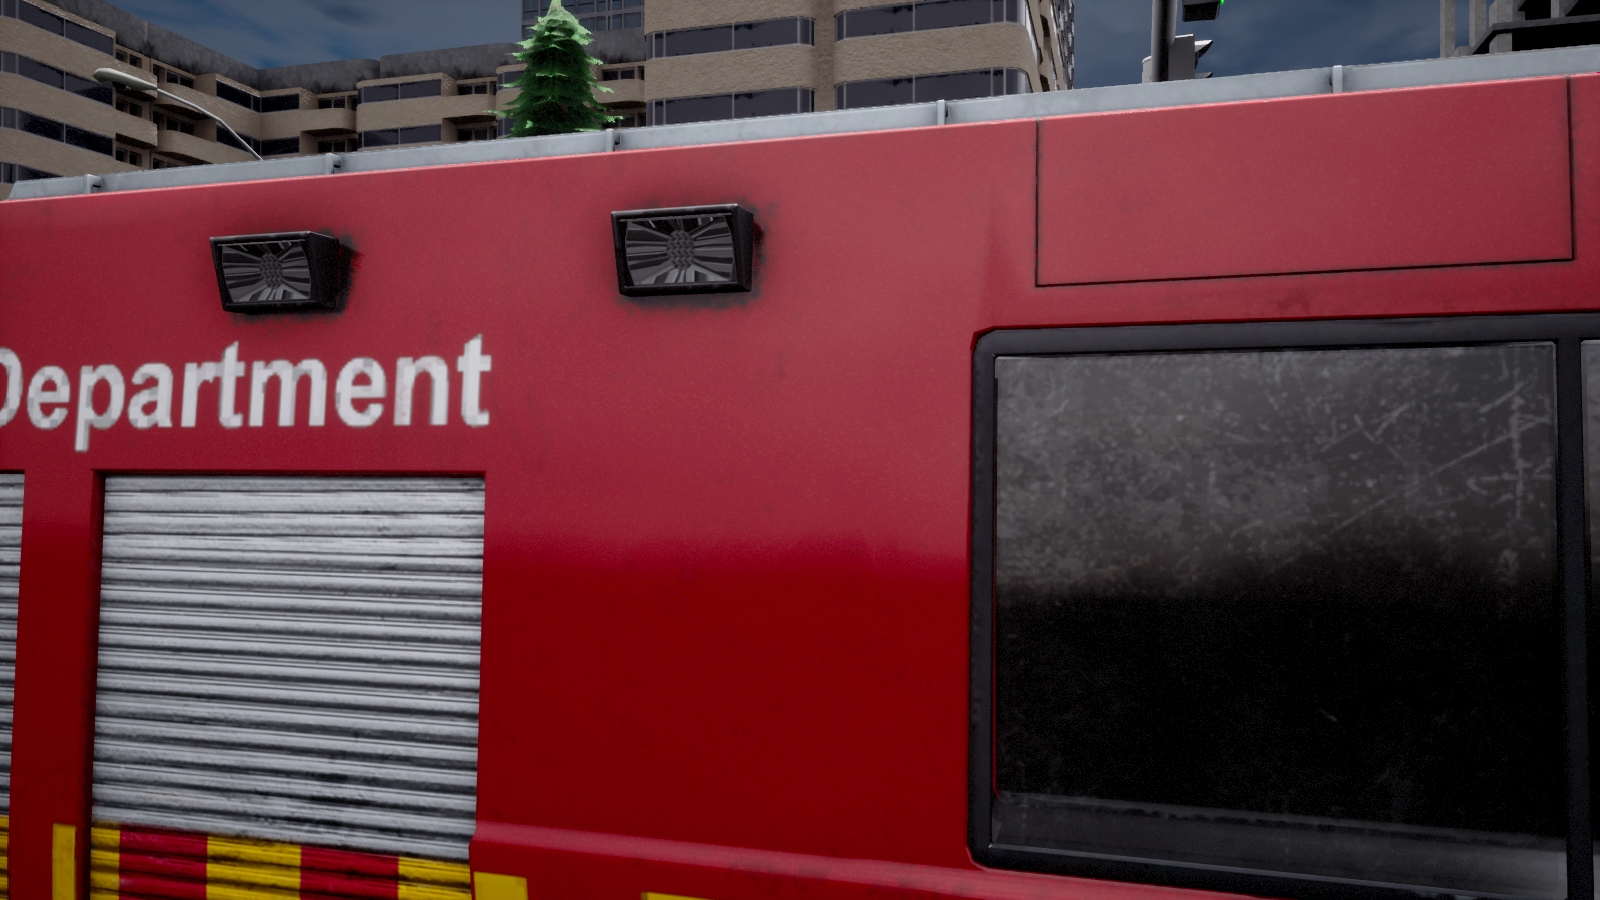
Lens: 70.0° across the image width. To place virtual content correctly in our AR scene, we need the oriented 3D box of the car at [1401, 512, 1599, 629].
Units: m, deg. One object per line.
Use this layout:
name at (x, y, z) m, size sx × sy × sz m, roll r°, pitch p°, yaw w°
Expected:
car at (12.484, 2.037, 20.491) m, size 2.038 × 1.542 × 4.974 m, roll 0°, pitch 0°, yaw 16°
